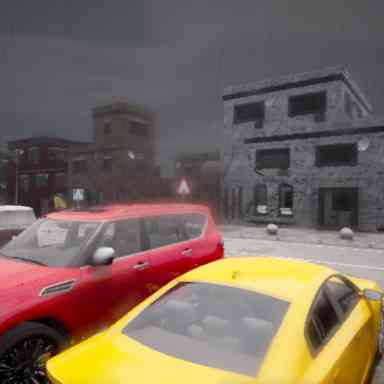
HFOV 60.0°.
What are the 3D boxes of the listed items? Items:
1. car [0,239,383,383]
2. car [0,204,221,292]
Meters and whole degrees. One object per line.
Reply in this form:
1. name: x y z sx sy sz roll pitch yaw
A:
1. car: 0.888 1.493 3.752 2.097 1.535 5.008 -1 0 35
2. car: -1.513 1.271 5.414 2.435 2.045 5.566 -1 -1 35
